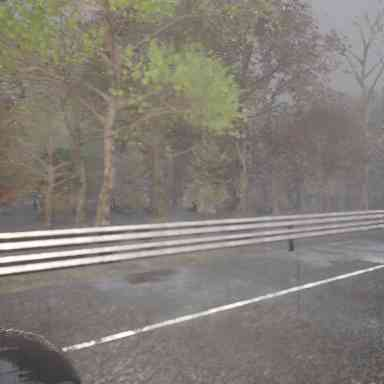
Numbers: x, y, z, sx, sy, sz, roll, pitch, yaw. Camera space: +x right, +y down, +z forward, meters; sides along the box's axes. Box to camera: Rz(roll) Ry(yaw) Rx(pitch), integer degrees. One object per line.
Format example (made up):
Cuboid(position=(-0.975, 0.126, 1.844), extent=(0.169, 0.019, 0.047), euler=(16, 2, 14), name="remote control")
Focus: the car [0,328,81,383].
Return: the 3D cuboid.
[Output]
Cuboid(position=(-3.031, 1.502, 1.587), extent=(4.892, 1.490, 1.837), euler=(0, 0, -35), name="car")
